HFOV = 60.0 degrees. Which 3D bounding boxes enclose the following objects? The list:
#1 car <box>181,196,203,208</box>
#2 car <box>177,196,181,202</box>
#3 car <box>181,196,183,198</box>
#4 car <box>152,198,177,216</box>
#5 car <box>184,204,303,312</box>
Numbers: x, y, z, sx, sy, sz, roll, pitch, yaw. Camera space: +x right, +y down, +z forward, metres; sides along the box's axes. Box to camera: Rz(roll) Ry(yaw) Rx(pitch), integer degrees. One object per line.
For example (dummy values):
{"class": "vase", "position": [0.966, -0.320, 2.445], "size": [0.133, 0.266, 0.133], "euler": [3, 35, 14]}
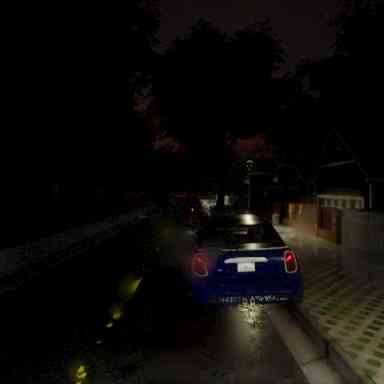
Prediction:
{"class": "car", "position": [0.083, 1.518, 35.896], "size": [1.837, 1.490, 4.892], "euler": [0, 0, 1]}
{"class": "car", "position": [-2.631, 1.527, 74.269], "size": [2.033, 1.411, 5.357], "euler": [0, 0, 0]}
{"class": "car", "position": [-0.034, 1.362, 45.943], "size": [2.097, 1.767, 4.553], "euler": [0, 0, 2]}
{"class": "car", "position": [-2.796, 1.538, 33.252], "size": [1.812, 1.442, 4.674], "euler": [0, 0, 0]}
{"class": "car", "position": [0.942, 1.317, 7.877], "size": [2.097, 1.767, 4.553], "euler": [-2, 0, 0]}
